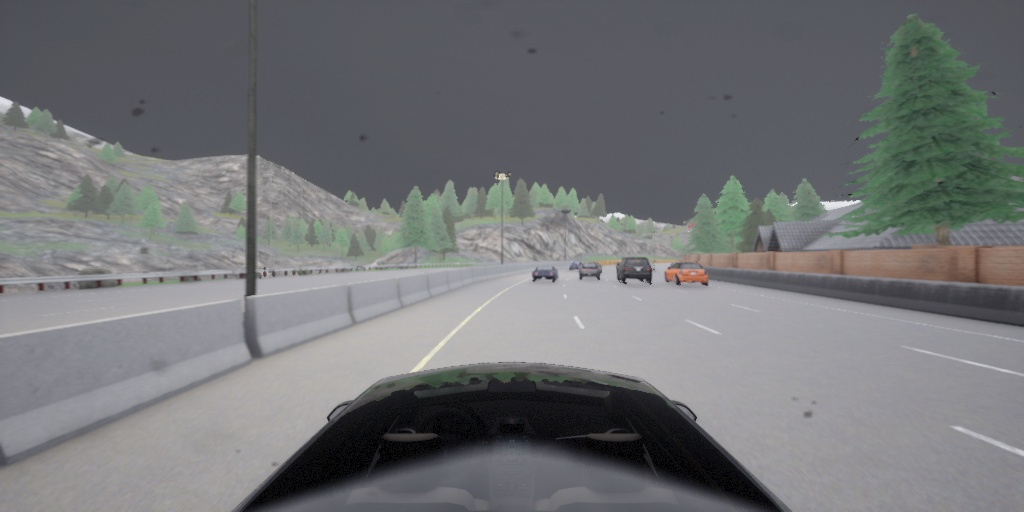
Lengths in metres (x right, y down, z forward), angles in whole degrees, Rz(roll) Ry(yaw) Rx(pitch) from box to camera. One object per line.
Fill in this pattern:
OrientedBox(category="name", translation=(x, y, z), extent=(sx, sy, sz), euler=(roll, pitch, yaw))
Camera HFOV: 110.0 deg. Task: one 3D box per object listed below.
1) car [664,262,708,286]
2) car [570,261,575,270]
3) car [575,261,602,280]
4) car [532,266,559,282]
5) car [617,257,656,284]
OrientedBox(category="car", translation=(13.043, 1.255, 27.124), extent=(2.097, 1.767, 4.553), euler=(0, 0, 10))
OrientedBox(category="car", translation=(10.305, 1.525, 56.231), extent=(1.812, 1.442, 4.674), euler=(0, -1, 21))
OrientedBox(category="car", translation=(7.230, 1.392, 33.543), extent=(2.128, 1.511, 4.902), euler=(0, 0, 12))
OrientedBox(category="car", translation=(2.948, 1.472, 30.604), extent=(1.895, 1.301, 4.718), euler=(0, 0, 11))
OrientedBox(category="car", translation=(9.671, 1.113, 28.549), extent=(2.150, 2.045, 5.566), euler=(0, 0, 11))
